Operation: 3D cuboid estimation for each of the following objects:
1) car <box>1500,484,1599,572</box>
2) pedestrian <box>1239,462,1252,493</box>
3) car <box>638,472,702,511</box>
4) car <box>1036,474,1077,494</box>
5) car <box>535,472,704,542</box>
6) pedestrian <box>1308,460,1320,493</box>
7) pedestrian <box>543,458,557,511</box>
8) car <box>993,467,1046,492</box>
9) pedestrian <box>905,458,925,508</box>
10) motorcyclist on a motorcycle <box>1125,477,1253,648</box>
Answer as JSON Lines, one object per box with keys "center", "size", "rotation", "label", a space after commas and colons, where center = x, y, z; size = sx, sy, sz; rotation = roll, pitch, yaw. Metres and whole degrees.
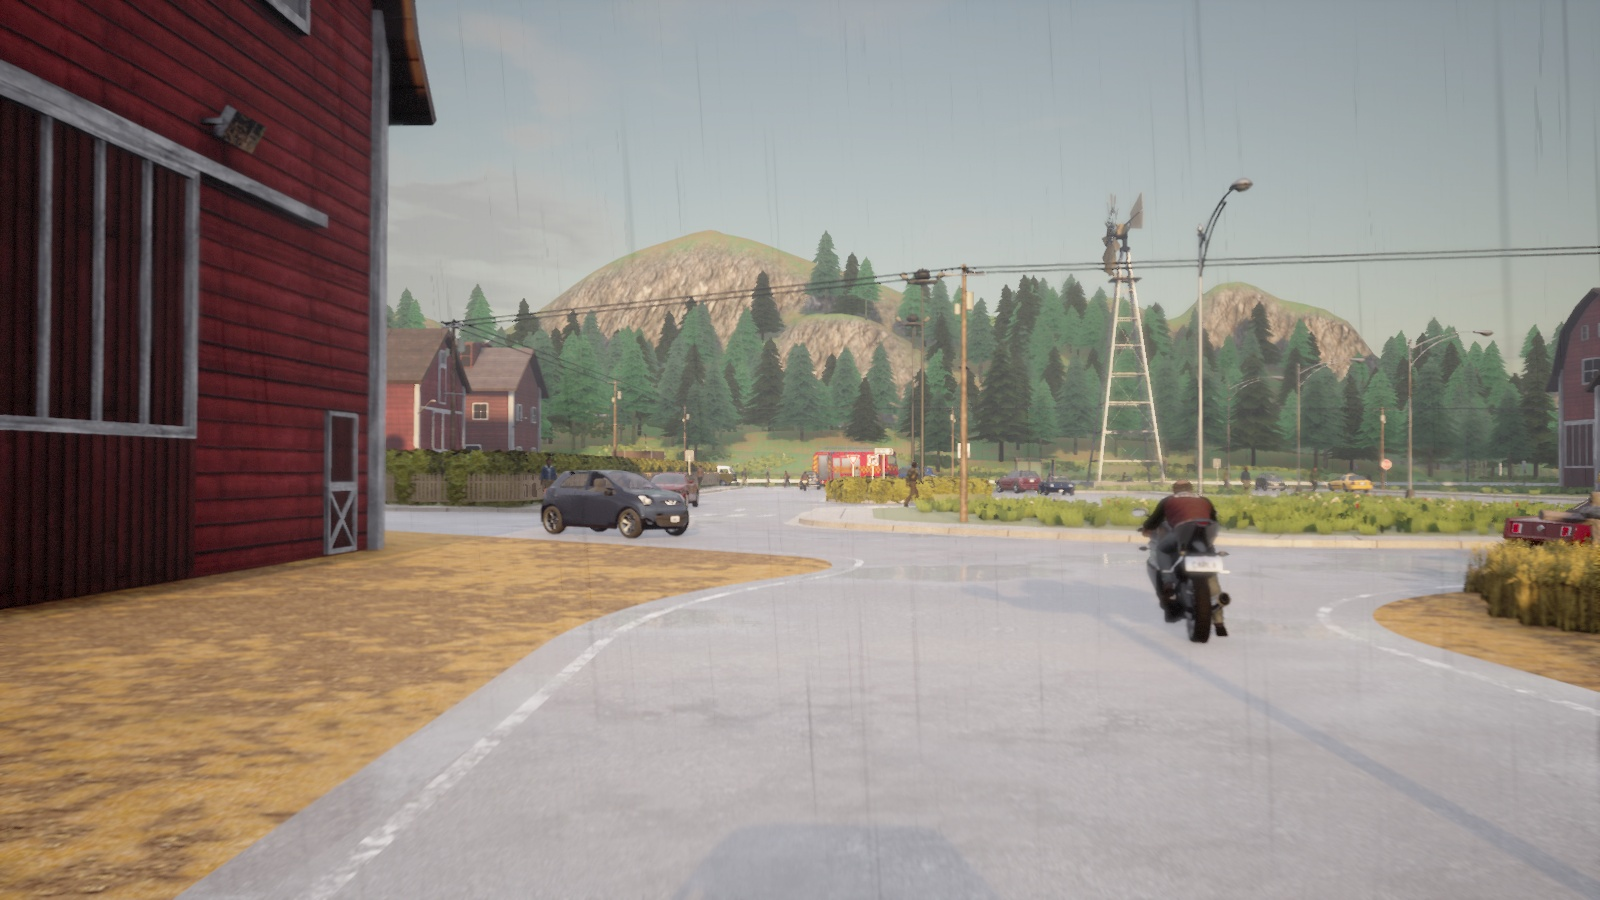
{"center": [13.984, 1.193, 19.916], "size": [4.718, 1.301, 1.895], "rotation": [0, -1, -3], "label": "car"}
{"center": [26.465, 1.620, 74.582], "size": [0.370, 1.835, 0.726], "rotation": [0, -1, -9], "label": "pedestrian"}
{"center": [-5.392, 1.697, 52.779], "size": [1.882, 1.535, 5.008], "rotation": [0, -1, 3], "label": "car"}
{"center": [17.001, 2.244, 83.430], "size": [1.895, 1.301, 4.718], "rotation": [0, -1, 3], "label": "car"}
{"center": [-4.195, 1.272, 28.969], "size": [3.633, 1.501, 1.845], "rotation": [-1, -1, 37], "label": "car"}
{"center": [30.834, 1.607, 75.303], "size": [0.423, 1.949, 0.788], "rotation": [0, -1, 2], "label": "pedestrian"}
{"center": [-9.266, 1.286, 46.532], "size": [0.423, 1.949, 0.788], "rotation": [0, -1, -19], "label": "pedestrian"}
{"center": [16.151, 2.158, 92.548], "size": [2.097, 1.767, 4.553], "rotation": [0, -1, -15], "label": "car"}
{"center": [4.501, 1.274, 49.118], "size": [0.692, 1.930, 0.395], "rotation": [0, -1, -29], "label": "pedestrian"}
{"center": [3.806, 1.043, 12.476], "size": [0.866, 1.530, 2.191], "rotation": [0, -1, 8], "label": "motorcyclist on a motorcycle"}
